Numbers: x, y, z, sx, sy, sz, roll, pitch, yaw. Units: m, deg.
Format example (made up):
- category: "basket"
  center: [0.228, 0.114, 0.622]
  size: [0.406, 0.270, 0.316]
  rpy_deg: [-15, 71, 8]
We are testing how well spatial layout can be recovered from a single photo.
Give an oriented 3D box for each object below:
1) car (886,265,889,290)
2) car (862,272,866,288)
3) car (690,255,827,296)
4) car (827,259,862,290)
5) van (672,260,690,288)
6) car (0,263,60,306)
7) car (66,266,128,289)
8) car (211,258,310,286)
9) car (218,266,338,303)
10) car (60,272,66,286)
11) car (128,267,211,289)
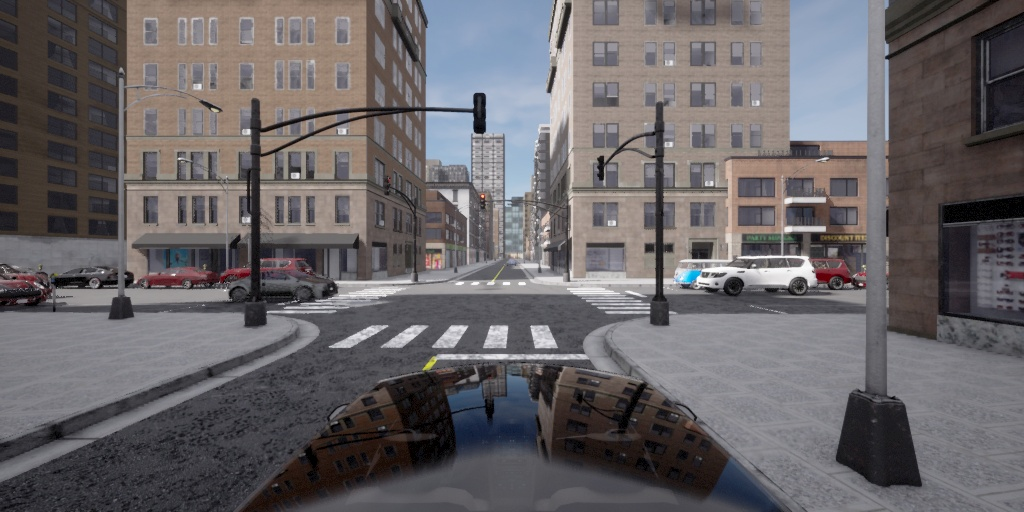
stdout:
- category: "car"
  center: [22.921, 1.281, 19.065]
  size: [4.892, 1.490, 1.837]
  rpy_deg: [0, 0, 0]
- category: "car"
  center: [23.226, 1.215, 21.821]
  size: [4.097, 1.591, 1.967]
  rpy_deg: [0, 0, 0]
- category: "car"
  center: [12.956, 0.989, 19.119]
  size: [5.566, 2.045, 2.150]
  rpy_deg: [0, 0, 0]
- category: "car"
  center: [17.630, 1.086, 21.853]
  size: [5.009, 1.841, 2.192]
  rpy_deg: [0, 0, 0]
- category: "van"
  center: [12.034, 1.108, 21.884]
  size: [3.998, 1.789, 1.690]
  rpy_deg: [0, 0, 0]
- category: "car"
  center: [-20.459, 1.180, 13.540]
  size: [4.097, 1.591, 1.967]
  rpy_deg: [0, 0, 0]
- category: "car"
  center: [-25.960, 1.300, 22.097]
  size: [4.313, 1.339, 1.948]
  rpy_deg: [0, 0, 0]
- category: "car"
  center: [-14.913, 1.059, 22.035]
  size: [5.009, 1.841, 2.192]
  rpy_deg: [0, 0, 0]
- category: "car"
  center: [-10.238, 1.313, 16.222]
  size: [4.181, 1.385, 1.994]
  rpy_deg: [0, 0, -4]
- category: "car"
  center: [-23.744, 1.088, 16.128]
  size: [4.553, 1.767, 2.097]
  rpy_deg: [0, 0, 0]
- category: "car"
  center: [-20.437, 1.321, 22.066]
  size: [4.207, 1.307, 1.802]
  rpy_deg: [0, 0, 0]
